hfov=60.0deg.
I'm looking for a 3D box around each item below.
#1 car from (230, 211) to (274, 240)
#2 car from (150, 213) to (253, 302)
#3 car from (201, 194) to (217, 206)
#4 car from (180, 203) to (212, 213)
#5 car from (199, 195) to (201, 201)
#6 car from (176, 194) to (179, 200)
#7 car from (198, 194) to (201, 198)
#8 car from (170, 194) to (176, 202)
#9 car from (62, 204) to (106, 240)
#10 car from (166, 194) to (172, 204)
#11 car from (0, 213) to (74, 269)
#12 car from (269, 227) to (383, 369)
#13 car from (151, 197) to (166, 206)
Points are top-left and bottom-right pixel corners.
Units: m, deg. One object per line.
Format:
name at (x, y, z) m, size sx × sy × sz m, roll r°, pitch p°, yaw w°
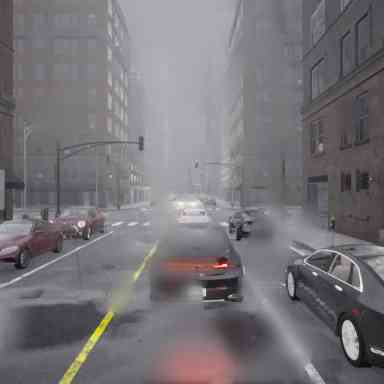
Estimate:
car at (2.857, 1.567, 16.561) m, size 1.947 × 1.339 × 4.313 m, roll 0°, pitch 0°, yaw 0°
car at (0.099, 1.505, 8.226) m, size 1.837 × 1.490 × 4.892 m, roll 0°, pitch 0°, yaw 0°
car at (2.895, 1.476, 53.651) m, size 1.967 × 1.590 × 4.097 m, roll 0°, pitch 0°, yaw 0°
car at (0.084, 1.527, 17.373) m, size 1.812 × 1.442 × 4.674 m, roll 0°, pitch 0°, yaw -1°
car at (2.917, 1.607, 64.469) m, size 2.008 × 1.369 × 4.403 m, roll 0°, pitch 0°, yaw 0°
car at (-5.558, 1.457, 91.525) m, size 2.192 × 1.841 × 5.009 m, roll 0°, pitch 0°, yaw 0°
car at (2.936, 1.524, 75.287) m, size 1.967 × 1.590 × 4.097 m, roll 0°, pitch 0°, yaw 0°
car at (-5.578, 1.626, 80.537) m, size 1.752 × 1.417 × 4.829 m, roll 0°, pitch 0°, yaw 0°
car at (-5.668, 1.441, 16.562) m, size 1.967 × 1.590 × 4.097 m, roll 0°, pitch 0°, yaw 0°
car at (-5.608, 1.607, 64.482) m, size 2.008 × 1.369 × 4.403 m, roll 0°, pitch 0°, yaw 0°
car at (-5.669, 1.582, 11.060) m, size 1.802 × 1.307 × 4.206 m, roll 0°, pitch 0°, yaw 0°
car at (2.856, 1.551, 5.558) m, size 2.008 × 1.369 × 4.403 m, roll 0°, pitch 0°, yaw 0°
car at (-5.629, 1.618, 53.665) m, size 1.802 × 1.307 × 4.206 m, roll 0°, pitch 0°, yaw 0°
